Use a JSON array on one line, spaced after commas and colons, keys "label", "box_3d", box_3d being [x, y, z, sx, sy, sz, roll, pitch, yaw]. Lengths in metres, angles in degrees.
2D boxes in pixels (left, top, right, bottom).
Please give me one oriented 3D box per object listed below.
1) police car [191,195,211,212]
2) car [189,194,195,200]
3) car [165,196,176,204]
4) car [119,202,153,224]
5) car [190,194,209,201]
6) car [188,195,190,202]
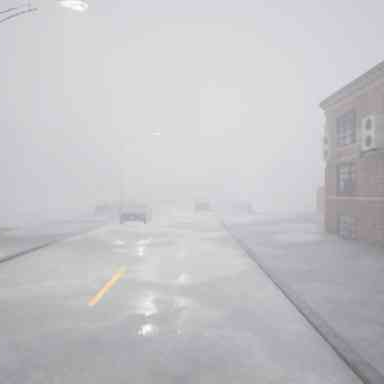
[{"label": "police car", "box_3d": [1.198, 1.453, 39.413, 1.930, 1.638, 5.238, 0, 0, 0]}, {"label": "car", "box_3d": [-0.003, 1.410, 89.993, 1.837, 1.490, 4.892, 0, 0, 0]}, {"label": "car", "box_3d": [-4.006, 1.565, 62.855, 1.812, 1.442, 4.674, 0, 1, 0]}, {"label": "car", "box_3d": [-4.096, 1.495, 24.940, 1.882, 1.535, 5.008, 0, 0, 0]}, {"label": "car", "box_3d": [1.144, 1.339, 55.274, 2.097, 1.767, 4.553, -3, 0, 0]}, {"label": "car", "box_3d": [-0.002, 1.425, 74.978, 2.128, 1.511, 4.902, 0, 0, 0]}]
